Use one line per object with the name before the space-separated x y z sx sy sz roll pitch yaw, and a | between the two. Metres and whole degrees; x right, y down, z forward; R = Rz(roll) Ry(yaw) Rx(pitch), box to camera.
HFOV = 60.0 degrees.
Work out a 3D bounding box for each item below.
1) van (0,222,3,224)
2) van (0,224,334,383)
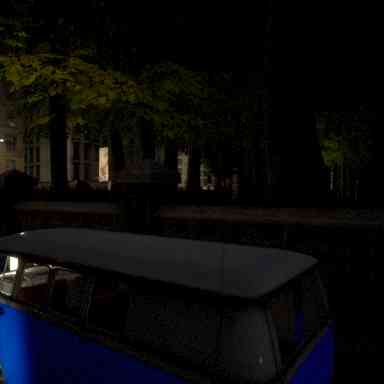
van | -5.278 1.340 6.657 3.998 1.788 1.690 0 0 36
van | -0.687 1.341 3.351 3.998 1.788 1.690 0 0 36
